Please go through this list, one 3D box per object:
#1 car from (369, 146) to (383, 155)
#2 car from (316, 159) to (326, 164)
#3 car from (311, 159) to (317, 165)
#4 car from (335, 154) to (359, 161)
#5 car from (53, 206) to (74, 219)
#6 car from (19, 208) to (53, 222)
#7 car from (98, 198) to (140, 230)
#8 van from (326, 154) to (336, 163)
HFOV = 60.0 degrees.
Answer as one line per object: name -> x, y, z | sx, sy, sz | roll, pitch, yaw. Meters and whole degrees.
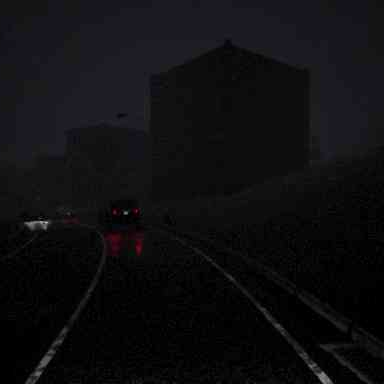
car -> 25.450, -5.353, 44.066 | 2.185, 1.767, 4.553 | 0, 1, 4
car -> 26.900, -5.712, 66.073 | 2.002, 1.452, 4.674 | 0, 1, 4
car -> 27.259, -6.121, 71.541 | 2.435, 2.045, 5.566 | 0, 1, 4
car -> 26.173, -5.498, 55.058 | 2.231, 1.521, 4.892 | 0, 1, 4
car -> -15.588, 2.379, 39.604 | 1.812, 1.442, 4.674 | -2, -1, -41
car -> -17.324, 2.430, 36.137 | 2.033, 1.411, 5.357 | -2, -1, -40
car -> -5.223, 1.474, 23.422 | 2.150, 2.045, 5.566 | -1, -1, -23
van -> 26.528, -5.852, 60.438 | 1.878, 1.987, 4.442 | 0, 1, 4
